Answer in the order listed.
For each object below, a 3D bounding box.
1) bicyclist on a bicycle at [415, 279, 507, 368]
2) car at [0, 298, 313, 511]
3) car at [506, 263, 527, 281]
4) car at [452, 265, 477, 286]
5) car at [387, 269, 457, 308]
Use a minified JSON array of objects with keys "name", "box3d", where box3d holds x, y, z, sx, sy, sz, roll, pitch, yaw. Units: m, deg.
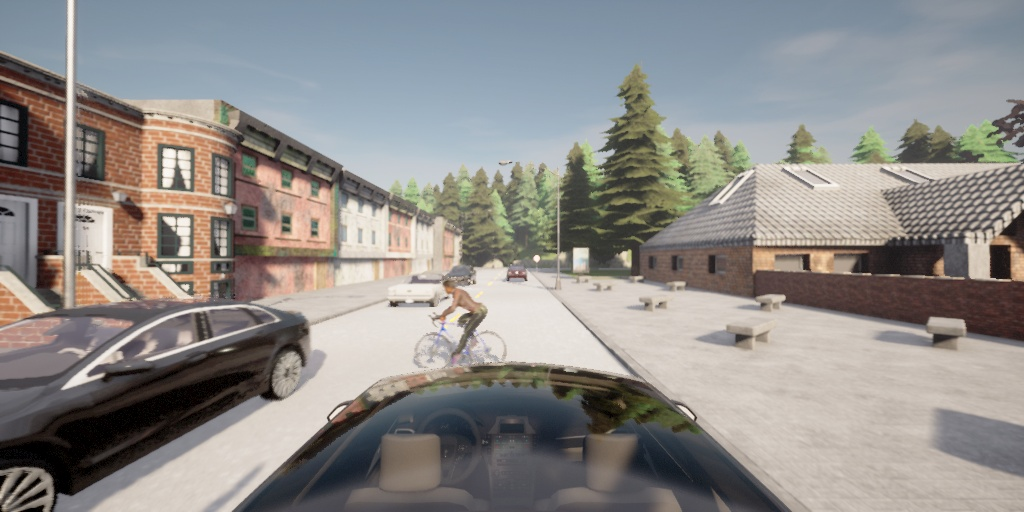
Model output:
[{"name":"bicyclist on a bicycle","box3d":[-0.932,1.233,6.393,1.656,1.620,0.582,-2,0,1]},{"name":"car","box3d":[-4.094,1.255,3.704,2.128,1.511,4.902,0,-1,1]},{"name":"car","box3d":[0.451,1.528,33.353,2.033,1.411,5.357,0,0,1]},{"name":"car","box3d":[-3.794,1.440,27.289,1.837,1.490,4.892,0,-1,1]},{"name":"car","box3d":[-3.958,1.455,16.107,1.895,1.301,4.718,0,0,1]}]
